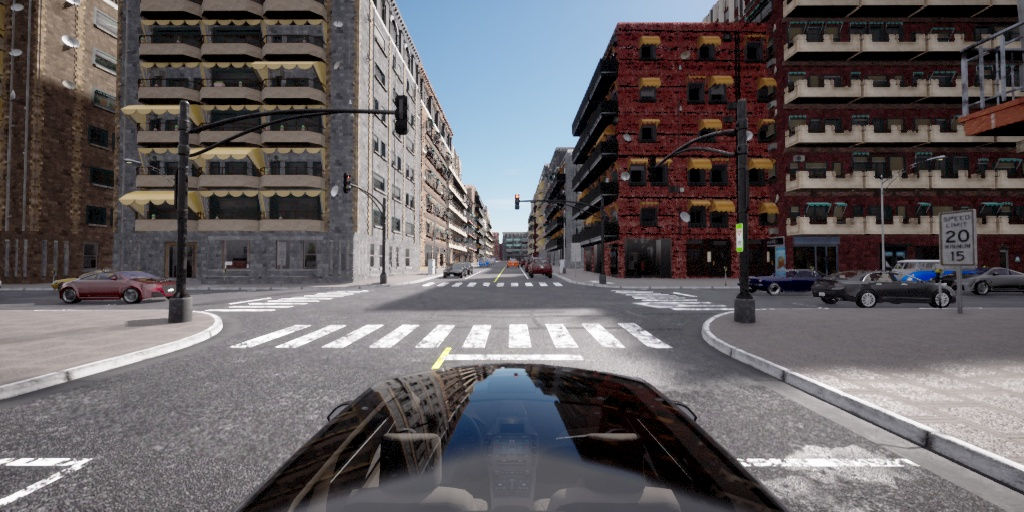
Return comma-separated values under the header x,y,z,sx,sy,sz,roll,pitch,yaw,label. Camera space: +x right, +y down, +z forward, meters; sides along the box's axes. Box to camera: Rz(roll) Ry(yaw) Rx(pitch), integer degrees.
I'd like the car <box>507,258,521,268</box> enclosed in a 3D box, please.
x,y,z,sx,sy,sz,roll,pitch,yaw,label
0.186,1.176,63.723,2.097,1.767,4.553,0,0,0,car

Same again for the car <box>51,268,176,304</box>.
x,y,z,sx,sy,sz,roll,pitch,yaw,label
-17.187,1.339,15.978,4.181,1.385,1.994,0,-1,0,car

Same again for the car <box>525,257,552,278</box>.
x,y,z,sx,sy,sz,roll,pitch,yaw,label
2.612,1.076,33.689,2.192,1.841,5.009,0,0,0,car

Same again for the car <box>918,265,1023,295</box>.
x,y,z,sx,sy,sz,roll,pitch,yaw,label
24.582,1.287,18.768,4.181,1.385,1.994,0,-1,0,car

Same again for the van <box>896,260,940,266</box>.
x,y,z,sx,sy,sz,roll,pitch,yaw,label
24.931,1.115,21.216,3.998,1.789,1.690,0,0,0,van

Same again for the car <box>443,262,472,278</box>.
x,y,z,sx,sy,sz,roll,pitch,yaw,label
-5.269,1.328,33.655,1.948,1.339,4.313,0,0,0,car

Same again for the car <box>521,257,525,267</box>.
x,y,z,sx,sy,sz,roll,pitch,yaw,label
2.628,1.086,44.812,2.192,1.841,5.009,0,0,0,car

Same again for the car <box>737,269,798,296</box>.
x,y,z,sx,sy,sz,roll,pitch,yaw,label
14.576,1.347,18.804,4.718,1.301,1.895,0,-1,-2,car

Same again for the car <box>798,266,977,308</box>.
x,y,z,sx,sy,sz,roll,pitch,yaw,label
13.762,1.185,13.380,4.403,1.370,2.007,0,0,0,car

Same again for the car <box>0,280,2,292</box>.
x,y,z,sx,sy,sz,roll,pitch,yaw,label
-26.676,1.027,16.022,5.566,2.045,2.150,0,-1,0,car
